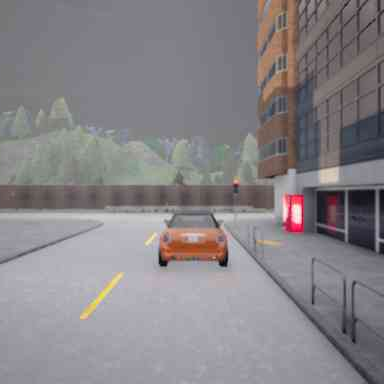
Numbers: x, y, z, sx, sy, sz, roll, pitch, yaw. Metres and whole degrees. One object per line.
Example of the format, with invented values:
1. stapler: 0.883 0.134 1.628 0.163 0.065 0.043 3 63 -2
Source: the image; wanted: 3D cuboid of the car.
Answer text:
1. car: 0.051 1.368 11.690 2.097 1.767 4.553 0 0 0
